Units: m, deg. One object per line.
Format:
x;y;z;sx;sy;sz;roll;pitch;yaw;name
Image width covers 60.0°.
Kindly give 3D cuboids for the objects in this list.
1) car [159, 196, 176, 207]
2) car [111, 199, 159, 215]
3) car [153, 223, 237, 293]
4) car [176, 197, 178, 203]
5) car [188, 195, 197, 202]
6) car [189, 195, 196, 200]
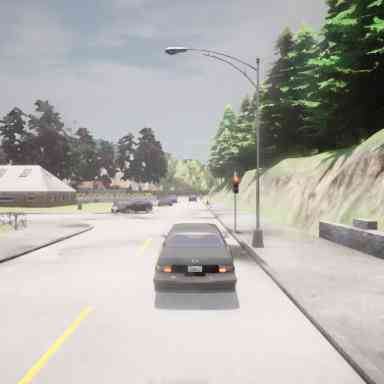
-4.003;1.563;51.121;1.994;1.385;4.181;0;0;0;car
-6.011;1.492;33.870;2.128;1.511;4.902;1;0;34;car
0.075;1.547;8.997;2.033;1.411;5.357;0;0;0;car
-3.907;1.478;66.297;1.882;1.535;5.008;0;0;1;car
0.137;1.516;75.751;2.128;1.511;4.902;0;0;0;car
0.156;1.408;86.111;1.812;1.442;4.674;0;0;0;car
